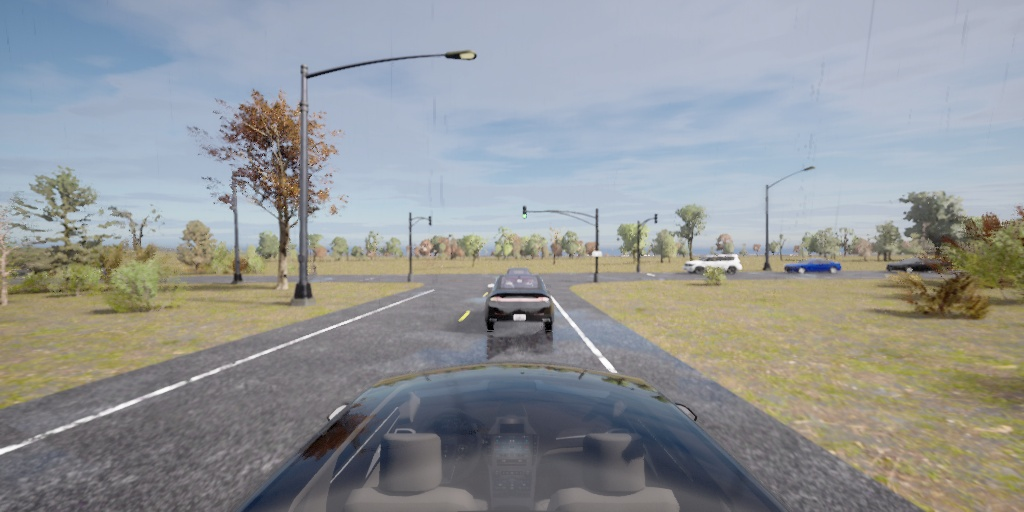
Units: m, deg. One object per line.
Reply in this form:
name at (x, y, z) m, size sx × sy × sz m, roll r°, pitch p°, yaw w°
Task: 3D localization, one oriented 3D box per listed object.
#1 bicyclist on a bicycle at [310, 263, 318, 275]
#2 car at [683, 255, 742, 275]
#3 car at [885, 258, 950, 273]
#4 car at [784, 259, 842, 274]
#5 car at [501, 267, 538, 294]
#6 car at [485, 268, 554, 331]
bicyclist on a bicycle at (-25.544, 1.665, 46.237) m, size 0.582 × 1.620 × 1.656 m, roll -1°, pitch 0°, yaw 5°
car at (21.381, 0.915, 38.369) m, size 5.566 × 2.045 × 2.150 m, roll -1°, pitch 1°, yaw 5°
car at (41.409, 0.947, 36.676) m, size 5.008 × 1.535 × 1.882 m, roll -1°, pitch 1°, yaw 5°
car at (31.382, 1.057, 37.529) m, size 5.008 × 1.535 × 1.882 m, roll -1°, pitch 1°, yaw 5°
car at (0.387, 1.434, 22.556) m, size 2.033 × 1.411 × 5.357 m, roll 0°, pitch 0°, yaw -1°
car at (0.226, 1.307, 11.244) m, size 2.128 × 1.511 × 4.902 m, roll 0°, pitch 0°, yaw 1°
